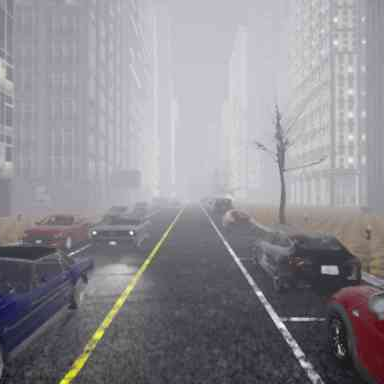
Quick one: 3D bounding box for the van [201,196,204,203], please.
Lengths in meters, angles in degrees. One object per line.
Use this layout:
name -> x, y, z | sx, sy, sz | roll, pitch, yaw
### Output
van -> 2.907, 1.661, 59.992 | 1.690, 1.788, 3.998 | 1, 0, 0

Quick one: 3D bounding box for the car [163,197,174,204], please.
car -> -5.415, 1.943, 77.108 | 2.008, 1.369, 4.403 | 1, 0, 0

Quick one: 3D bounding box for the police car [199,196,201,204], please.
police car -> 2.617, 1.806, 71.737 | 1.930, 1.638, 5.238 | 0, 0, 0

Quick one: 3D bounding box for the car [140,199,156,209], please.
car -> -5.558, 1.747, 37.285 | 1.947, 1.339, 4.313 | 1, 0, 0

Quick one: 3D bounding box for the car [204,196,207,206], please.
car -> 2.825, 1.515, 37.236 | 2.192, 1.841, 5.009 | 1, 0, 0

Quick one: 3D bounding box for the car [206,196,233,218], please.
car -> 2.805, 1.486, 31.547 | 2.192, 1.841, 5.009 | 1, 0, 0

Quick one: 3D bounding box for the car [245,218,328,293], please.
car -> 2.786, 1.619, 8.792 | 1.947, 1.339, 4.313 | 1, 0, 0

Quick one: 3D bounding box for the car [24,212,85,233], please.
car -> -5.649, 1.608, 14.531 | 1.887, 1.381, 4.507 | 1, 0, 0

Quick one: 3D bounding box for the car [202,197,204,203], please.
car -> 2.865, 1.786, 48.783 | 1.752, 1.417, 4.829 | 1, 0, 0

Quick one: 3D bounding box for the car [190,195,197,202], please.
car -> 0.315, 1.863, 89.767 | 2.128, 1.511, 4.902 | 0, 0, 0

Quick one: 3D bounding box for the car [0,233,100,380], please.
car -> -3.087, 1.621, 5.152 | 1.895, 1.301, 4.718 | 0, 0, 0

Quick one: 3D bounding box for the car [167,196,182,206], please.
car -> -2.818, 1.855, 60.225 | 2.033, 1.411, 5.357 | 0, 0, 1

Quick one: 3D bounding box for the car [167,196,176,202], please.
car -> -5.373, 1.894, 88.487 | 1.967, 1.590, 4.097 | 1, 0, 0

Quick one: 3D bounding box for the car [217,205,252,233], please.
car -> 2.761, 1.693, 20.168 | 1.802, 1.307, 4.206 | 1, 0, 0

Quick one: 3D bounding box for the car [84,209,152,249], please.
car -> -3.043, 1.672, 14.998 | 1.895, 1.301, 4.718 | 0, 0, 0

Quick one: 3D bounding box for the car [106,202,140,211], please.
car -> -5.599, 1.688, 25.906 | 1.947, 1.339, 4.313 | 1, 0, 0

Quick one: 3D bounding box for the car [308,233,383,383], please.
car -> 2.823, 1.463, 3.104 | 1.967, 1.590, 4.097 | 1, 0, 0

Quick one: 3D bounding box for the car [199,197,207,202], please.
car -> 3.027, 2.054, 94.123 | 2.008, 1.369, 4.403 | 1, 0, 0

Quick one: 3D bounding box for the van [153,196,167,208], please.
van -> -5.494, 1.612, 54.353 | 1.690, 1.788, 3.998 | 1, 0, 0
